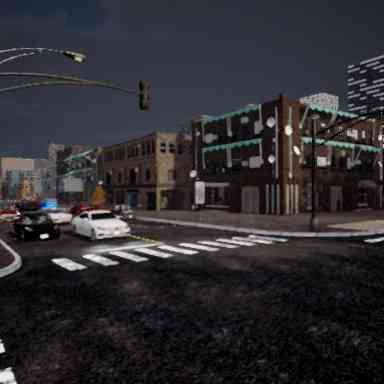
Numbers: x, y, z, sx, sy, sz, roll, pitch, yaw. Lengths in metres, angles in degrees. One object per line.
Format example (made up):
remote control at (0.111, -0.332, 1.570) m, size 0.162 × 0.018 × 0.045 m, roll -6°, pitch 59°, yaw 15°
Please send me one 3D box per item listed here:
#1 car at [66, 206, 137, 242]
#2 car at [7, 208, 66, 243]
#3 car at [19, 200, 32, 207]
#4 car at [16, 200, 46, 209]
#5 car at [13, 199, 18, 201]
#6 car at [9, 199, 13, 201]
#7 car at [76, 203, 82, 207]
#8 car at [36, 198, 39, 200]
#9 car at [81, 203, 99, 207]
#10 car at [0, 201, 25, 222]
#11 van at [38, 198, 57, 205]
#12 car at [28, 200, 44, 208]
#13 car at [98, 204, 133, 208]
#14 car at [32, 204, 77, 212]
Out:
car at (-4.992, 1.724, 17.866) m, size 1.812 × 1.442 × 4.674 m, roll -1°, pitch 0°, yaw -36°
car at (-8.482, 1.816, 18.029) m, size 1.947 × 1.339 × 4.313 m, roll -1°, pitch 0°, yaw -35°
car at (-35.261, 2.365, 70.353) m, size 1.947 × 1.339 × 4.313 m, roll -1°, pitch 0°, yaw -35°
car at (-16.997, 1.911, 34.710) m, size 1.882 × 1.535 × 5.008 m, roll -1°, pitch 0°, yaw -35°
car at (-28.580, 2.231, 56.503) m, size 1.994 × 1.385 × 4.181 m, roll -1°, pitch 0°, yaw -35°
car at (-44.887, 2.409, 83.884) m, size 1.967 × 1.590 × 4.097 m, roll -1°, pitch 0°, yaw -35°
car at (-12.804, 1.968, 38.777) m, size 1.802 × 1.307 × 4.206 m, roll -1°, pitch 0°, yaw -35°
car at (-25.643, 1.941, 56.820) m, size 2.192 × 1.841 × 5.009 m, roll -1°, pitch 0°, yaw -35°
car at (-9.597, 1.906, 34.267) m, size 1.802 × 1.307 × 4.206 m, roll -2°, pitch 0°, yaw -35°
car at (-16.429, 1.848, 29.408) m, size 1.967 × 1.590 × 4.097 m, roll -1°, pitch 0°, yaw -35°
van at (-22.434, 1.908, 52.309) m, size 1.690 × 1.788 × 3.998 m, roll -1°, pitch 0°, yaw -35°
car at (-28.845, 2.229, 61.331) m, size 1.887 × 1.381 × 4.507 m, roll -1°, pitch 0°, yaw -35°
car at (-6.390, 1.812, 29.756) m, size 2.008 × 1.369 × 4.403 m, roll -2°, pitch 0°, yaw -35°
car at (-10.931, 1.916, 26.167) m, size 1.895 × 1.301 × 4.718 m, roll -1°, pitch 0°, yaw -35°
